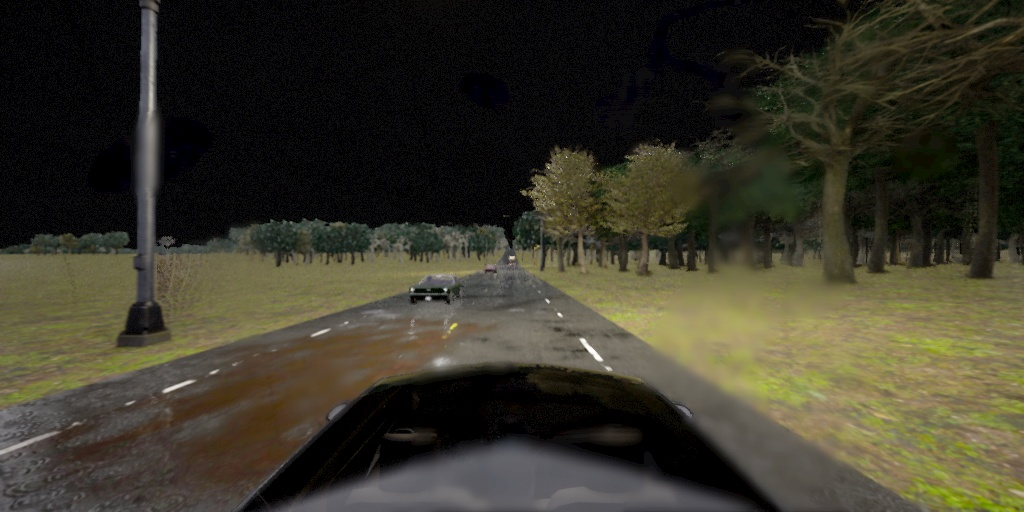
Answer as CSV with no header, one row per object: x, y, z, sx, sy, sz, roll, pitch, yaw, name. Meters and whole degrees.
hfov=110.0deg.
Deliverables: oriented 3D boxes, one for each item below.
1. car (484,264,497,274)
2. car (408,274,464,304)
-3.551,2.124,60.044,1.882,1.535,5.008,0,-1,0,car
-3.604,1.568,17.681,1.895,1.301,4.718,0,-1,0,car
